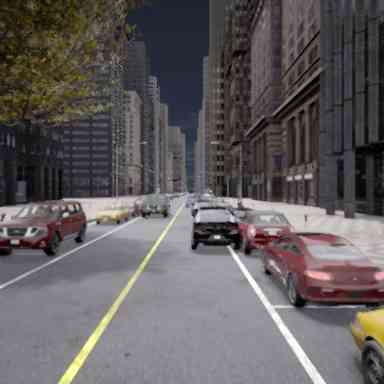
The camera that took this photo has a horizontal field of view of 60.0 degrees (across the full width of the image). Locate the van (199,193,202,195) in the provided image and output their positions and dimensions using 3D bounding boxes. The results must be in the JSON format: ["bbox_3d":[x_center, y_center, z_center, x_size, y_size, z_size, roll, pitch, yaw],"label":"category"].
[{"bbox_3d":[2.773,1.302,64.448,1.690,1.788,3.998,0,0,0],"label":"van"}]

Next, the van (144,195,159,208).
[{"bbox_3d":[-5.755,1.309,47.408,1.690,1.788,3.998,0,0,0],"label":"van"}]

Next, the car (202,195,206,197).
[{"bbox_3d":[2.770,1.518,47.415,2.008,1.369,4.403,0,0,0],"label":"car"}]

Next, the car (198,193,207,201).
[{"bbox_3d":[2.777,1.272,87.158,2.192,1.841,5.009,0,0,0],"label":"car"}]

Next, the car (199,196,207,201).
[{"bbox_3d":[2.777,1.540,81.481,1.802,1.307,4.206,0,0,0],"label":"car"}]

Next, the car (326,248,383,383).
[{"bbox_3d":[2.762,1.523,2.164,1.752,1.417,4.829,0,0,0],"label":"car"}]

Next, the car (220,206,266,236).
[{"bbox_3d":[2.765,1.550,19.027,1.947,1.339,4.313,0,0,0],"label":"car"}]

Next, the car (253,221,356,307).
[{"bbox_3d":[2.763,1.575,7.672,1.802,1.307,4.206,0,0,0],"label":"car"}]

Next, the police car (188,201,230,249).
[{"bbox_3d":[0.902,1.413,14.515,1.930,1.638,5.238,0,0,0],"label":"police car"}]

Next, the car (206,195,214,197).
[{"bbox_3d":[2.768,1.414,36.059,1.967,1.590,4.097,0,0,0],"label":"car"}]

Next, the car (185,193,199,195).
[{"bbox_3d":[0.013,1.411,68.306,1.837,1.490,4.892,0,0,0],"label":"car"}]

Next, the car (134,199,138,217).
[{"bbox_3d":[-5.758,1.560,30.376,1.802,1.307,4.206,0,0,0],"label":"car"}]

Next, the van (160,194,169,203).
[{"bbox_3d":[-5.751,1.302,70.118,1.690,1.788,3.998,0,0,0],"label":"van"}]

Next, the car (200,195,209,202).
[{"bbox_3d":[2.775,1.399,75.803,1.967,1.590,4.097,0,0,0],"label":"car"}]

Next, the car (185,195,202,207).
[{"bbox_3d":[0.011,1.515,48.943,2.033,1.411,5.357,0,0,0],"label":"car"}]

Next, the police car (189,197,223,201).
[{"bbox_3d":[0.904,1.406,24.515,1.930,1.638,5.238,0,0,0],"label":"police car"}]

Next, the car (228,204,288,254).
[{"bbox_3d":[2.764,1.428,13.350,1.967,1.590,4.097,0,0,0],"label":"car"}]

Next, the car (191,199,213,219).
[{"bbox_3d":[0.841,1.483,30.406,1.837,1.490,4.892,0,0,0],"label":"car"}]

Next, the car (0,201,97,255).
[{"bbox_3d":[-5.761,1.304,13.342,2.192,1.841,5.009,0,0,0],"label":"car"}]

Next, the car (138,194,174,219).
[{"bbox_3d":[-3.093,1.199,29.513,2.150,2.045,5.566,0,0,0],"label":"car"}]

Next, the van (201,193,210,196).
[{"bbox_3d":[2.771,1.306,53.093,1.690,1.788,3.998,0,0,0],"label":"van"}]

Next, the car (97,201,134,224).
[{"bbox_3d":[-5.759,1.506,24.528,1.752,1.417,4.829,0,0,0],"label":"car"}]

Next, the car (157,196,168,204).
[{"bbox_3d":[-5.751,1.544,64.440,1.802,1.307,4.206,0,0,0],"label":"car"}]

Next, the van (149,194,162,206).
[{"bbox_3d":[-5.754,1.307,53.085,1.690,1.788,3.998,0,0,0],"label":"van"}]

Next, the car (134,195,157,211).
[{"bbox_3d":[-5.756,1.286,41.730,2.192,1.841,5.009,0,0,0],"label":"car"}]
